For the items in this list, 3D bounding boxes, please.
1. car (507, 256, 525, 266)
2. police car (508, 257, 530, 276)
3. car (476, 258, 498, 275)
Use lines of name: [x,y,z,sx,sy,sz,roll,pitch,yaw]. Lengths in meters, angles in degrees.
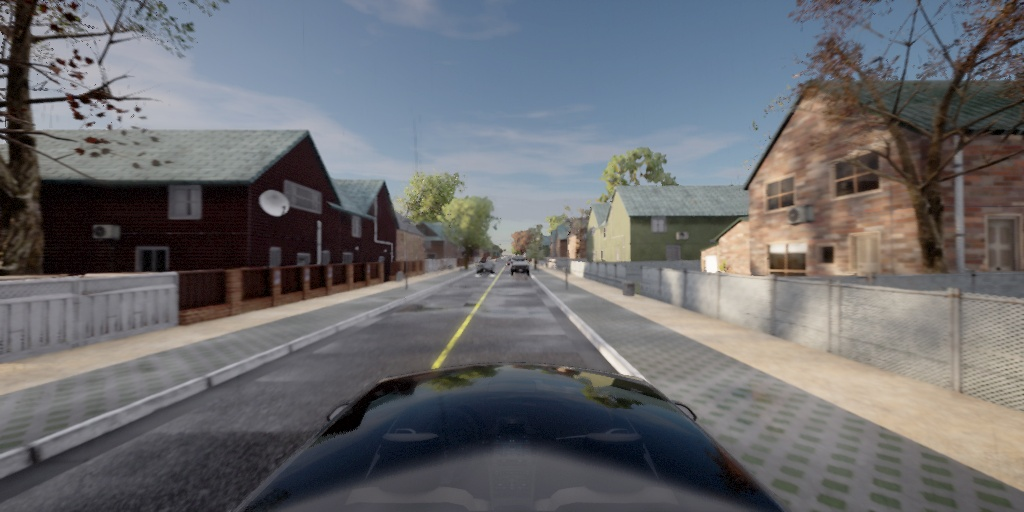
car: [0.824,0.965,46.963,2.150,2.045,5.566,0,0,0]
police car: [0.824,1.171,37.040,1.930,1.638,5.238,0,0,0]
car: [-2.836,1.249,39.382,1.837,1.490,4.892,0,0,0]
